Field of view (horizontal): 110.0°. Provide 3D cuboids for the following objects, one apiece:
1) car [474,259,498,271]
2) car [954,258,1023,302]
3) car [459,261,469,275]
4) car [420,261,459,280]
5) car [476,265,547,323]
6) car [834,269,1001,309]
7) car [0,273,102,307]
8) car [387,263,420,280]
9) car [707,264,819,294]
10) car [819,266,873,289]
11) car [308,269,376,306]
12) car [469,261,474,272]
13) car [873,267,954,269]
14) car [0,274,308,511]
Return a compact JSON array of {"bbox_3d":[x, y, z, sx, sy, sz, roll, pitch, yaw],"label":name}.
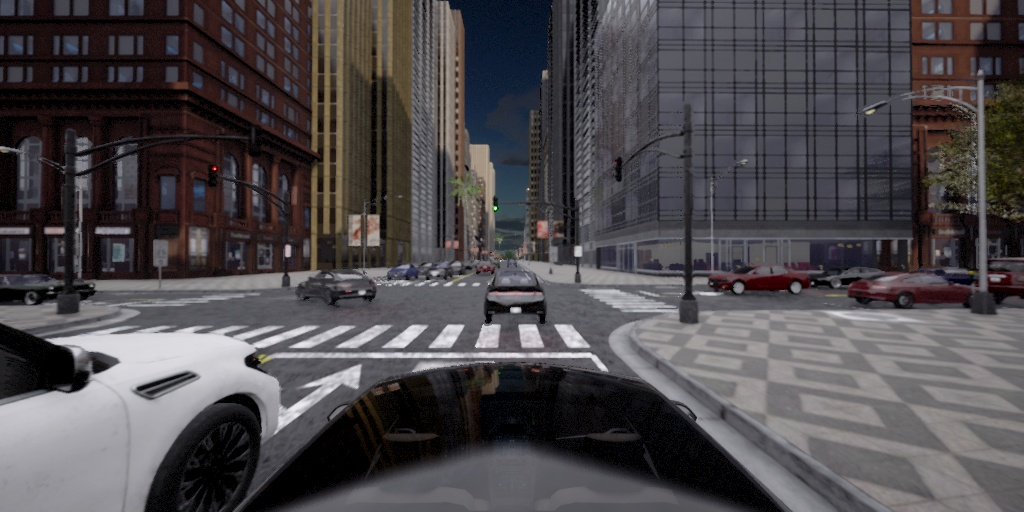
[{"bbox_3d":[-3.133,1.285,43.862,2.097,1.767,4.553,0,0,0],"label":"car"},{"bbox_3d":[20.960,0.981,13.811,5.009,1.841,2.192,0,0,-1],"label":"car"},{"bbox_3d":[-6.562,1.448,42.102,1.812,1.442,4.674,0,0,0],"label":"car"},{"bbox_3d":[-6.585,1.367,33.002,2.128,1.511,4.902,0,0,0],"label":"car"},{"bbox_3d":[0.104,1.241,12.152,2.128,1.511,4.902,0,0,0],"label":"car"},{"bbox_3d":[15.321,1.268,13.725,4.207,1.307,1.802,0,0,-1],"label":"car"},{"bbox_3d":[-21.449,1.459,15.762,4.718,1.301,1.895,0,-1,0],"label":"car"},{"bbox_3d":[-9.826,1.400,32.728,1.812,1.442,4.674,0,0,0],"label":"car"},{"bbox_3d":[13.274,1.228,19.479,5.008,1.535,1.882,0,-1,-2],"label":"car"},{"bbox_3d":[20.833,1.318,22.335,4.313,1.339,1.948,0,0,-1],"label":"car"},{"bbox_3d":[-7.848,1.314,16.001,4.674,1.442,1.812,0,-1,40],"label":"car"},{"bbox_3d":[-6.485,1.580,52.014,1.895,1.301,4.718,0,0,0],"label":"car"},{"bbox_3d":[23.191,1.318,19.616,4.718,1.301,1.895,0,-1,-1],"label":"car"},{"bbox_3d":[-3.154,0.967,0.836,2.150,2.045,5.566,0,-1,0],"label":"car"}]
